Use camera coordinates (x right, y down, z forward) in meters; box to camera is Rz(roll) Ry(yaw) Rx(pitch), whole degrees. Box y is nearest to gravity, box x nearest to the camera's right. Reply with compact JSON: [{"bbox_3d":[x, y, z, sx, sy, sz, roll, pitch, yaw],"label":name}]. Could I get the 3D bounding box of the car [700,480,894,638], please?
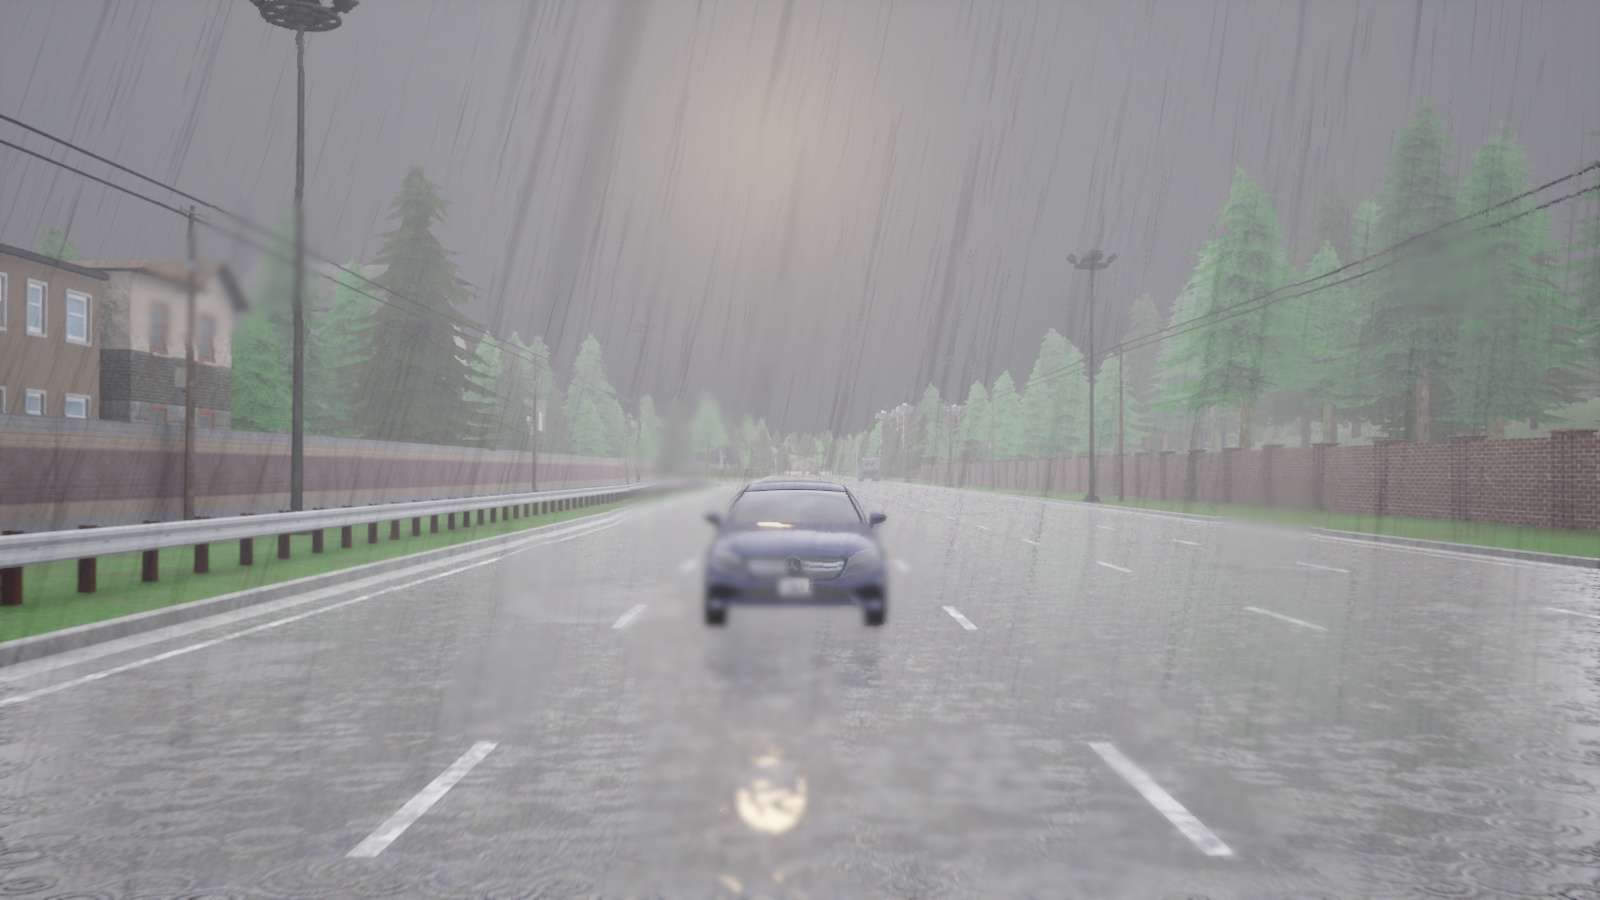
[{"bbox_3d":[-0.035,1.076,14.088,1.812,1.442,4.674,0,-1,0],"label":"car"}]
